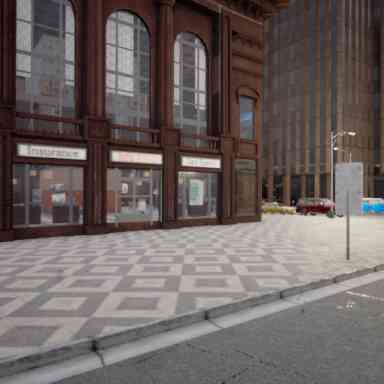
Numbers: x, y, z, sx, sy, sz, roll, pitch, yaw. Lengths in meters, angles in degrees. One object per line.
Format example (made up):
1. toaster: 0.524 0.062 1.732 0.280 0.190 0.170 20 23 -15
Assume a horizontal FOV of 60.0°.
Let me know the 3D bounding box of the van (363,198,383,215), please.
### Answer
1. van: 19.551 1.582 37.579 1.690 1.788 3.998 -1 0 -35

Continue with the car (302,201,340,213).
1. car: 16.308 1.891 42.170 1.802 1.307 4.206 -1 0 -35

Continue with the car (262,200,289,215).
1. car: 9.449 1.793 37.103 1.752 1.417 4.829 -1 0 -35

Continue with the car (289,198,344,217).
1. car: 12.595 1.517 32.650 2.192 1.841 5.009 -1 0 -35

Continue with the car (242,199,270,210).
1. car: 9.813 1.886 51.355 1.967 1.590 4.097 -1 0 -35
